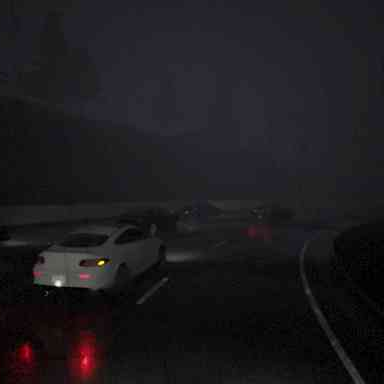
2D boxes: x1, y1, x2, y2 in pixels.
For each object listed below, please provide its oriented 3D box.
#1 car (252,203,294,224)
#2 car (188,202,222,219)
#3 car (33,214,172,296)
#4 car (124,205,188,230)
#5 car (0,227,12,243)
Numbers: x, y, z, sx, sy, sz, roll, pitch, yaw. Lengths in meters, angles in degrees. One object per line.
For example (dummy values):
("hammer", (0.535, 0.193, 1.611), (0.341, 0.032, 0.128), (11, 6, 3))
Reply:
("car", (6.544, 1.645, 26.580), (2.128, 1.511, 4.902), (0, 0, 38))
("car", (0.938, 1.651, 31.094), (1.812, 1.442, 4.674), (0, 0, 38))
("car", (-2.110, 1.542, 8.727), (1.812, 1.442, 4.674), (0, 0, 12))
("car", (-2.282, 1.531, 18.910), (1.882, 1.535, 5.008), (0, 0, 24))
("car", (-8.921, 1.519, 11.429), (2.033, 1.411, 5.357), (0, 0, 14))
